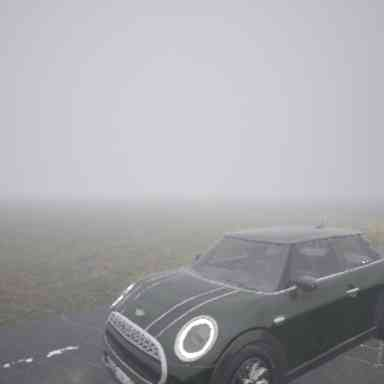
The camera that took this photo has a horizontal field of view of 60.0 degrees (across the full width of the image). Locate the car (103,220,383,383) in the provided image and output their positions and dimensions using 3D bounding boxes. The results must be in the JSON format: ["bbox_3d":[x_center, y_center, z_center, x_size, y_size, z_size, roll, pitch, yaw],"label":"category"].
[{"bbox_3d":[1.084,1.356,4.840,4.553,1.767,2.097,0,0,-36],"label":"car"}]
